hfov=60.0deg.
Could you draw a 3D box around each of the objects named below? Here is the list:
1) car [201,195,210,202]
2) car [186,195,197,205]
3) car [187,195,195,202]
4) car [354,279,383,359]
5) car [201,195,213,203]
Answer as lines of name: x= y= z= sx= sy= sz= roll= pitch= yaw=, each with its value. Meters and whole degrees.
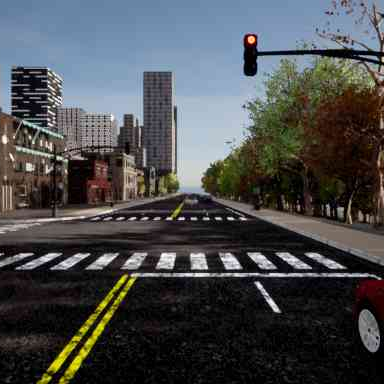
car: x=3.059 y=1.470 z=76.308 sx=1.837 sy=1.490 sz=4.892 roll=0 pitch=0 yaw=0
car: x=-0.045 y=1.580 z=56.548 sx=1.895 sy=1.301 sz=4.718 roll=0 pitch=0 yaw=0
car: x=-0.196 y=1.469 z=77.366 sx=1.837 sy=1.490 sz=4.892 roll=0 pitch=0 yaw=0
car: x=3.342 y=1.477 z=2.948 sx=1.882 sy=1.535 sz=5.008 roll=0 pitch=0 yaw=0
car: x=3.181 y=1.523 z=65.814 sx=2.033 sy=1.411 sz=5.357 roll=0 pitch=0 yaw=0
